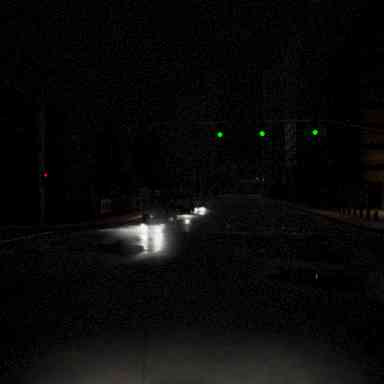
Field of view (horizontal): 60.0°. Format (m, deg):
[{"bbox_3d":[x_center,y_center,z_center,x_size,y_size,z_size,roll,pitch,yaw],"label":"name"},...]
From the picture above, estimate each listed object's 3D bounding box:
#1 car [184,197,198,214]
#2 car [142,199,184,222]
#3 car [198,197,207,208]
[{"bbox_3d":[-0.879,1.478,35.974,1.882,1.535,5.008,0,0,9],"label":"car"},{"bbox_3d":[-2.426,1.492,26.195,2.128,1.511,4.902,0,0,11],"label":"car"},{"bbox_3d":[1.215,1.490,49.722,2.128,1.511,4.902,0,0,9],"label":"car"}]
